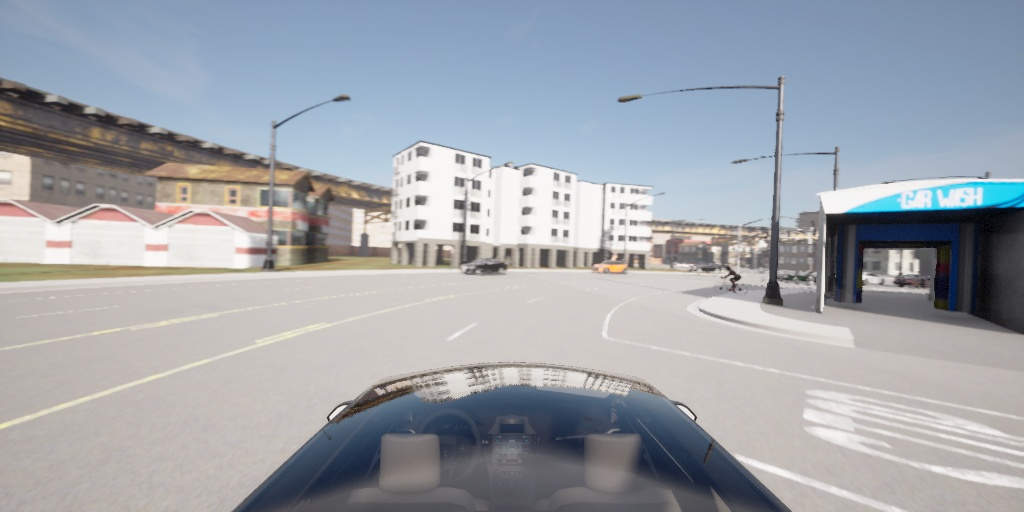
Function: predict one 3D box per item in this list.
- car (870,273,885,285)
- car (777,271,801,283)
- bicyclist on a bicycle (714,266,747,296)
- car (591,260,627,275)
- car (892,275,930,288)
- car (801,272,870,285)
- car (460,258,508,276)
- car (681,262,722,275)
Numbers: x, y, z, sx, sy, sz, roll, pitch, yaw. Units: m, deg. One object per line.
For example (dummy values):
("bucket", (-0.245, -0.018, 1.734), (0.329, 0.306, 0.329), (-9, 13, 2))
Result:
("car", (41.362, 2.604, 42.087), (4.674, 1.442, 1.812), (2, 1, -17))
("car", (31.668, 2.332, 39.749), (4.718, 1.301, 1.895), (2, 0, -12))
("bicyclist on a bicycle", (12.495, 1.419, 20.481), (1.656, 1.620, 0.582), (2, 0, 43))
("car", (11.873, 1.307, 43.760), (4.553, 1.767, 2.097), (2, 0, -29))
("car", (44.455, 2.759, 39.030), (5.357, 1.411, 2.033), (2, 0, -9))
("car", (32.853, 2.343, 36.440), (5.357, 1.411, 2.033), (2, 0, -12))
("car", (-2.458, 0.969, 32.289), (2.128, 1.511, 4.902), (2, 0, 42))
("car", (26.438, 1.655, 49.348), (4.902, 1.511, 2.128), (2, 0, -13))
